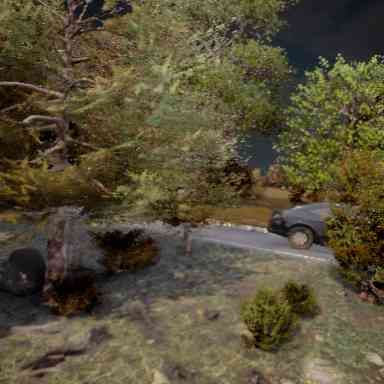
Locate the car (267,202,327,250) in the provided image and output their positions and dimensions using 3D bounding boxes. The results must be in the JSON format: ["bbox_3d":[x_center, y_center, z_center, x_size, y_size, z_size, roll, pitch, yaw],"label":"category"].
[{"bbox_3d":[4.597,1.099,9.684,4.674,1.442,1.812,7,1,21],"label":"car"}]
